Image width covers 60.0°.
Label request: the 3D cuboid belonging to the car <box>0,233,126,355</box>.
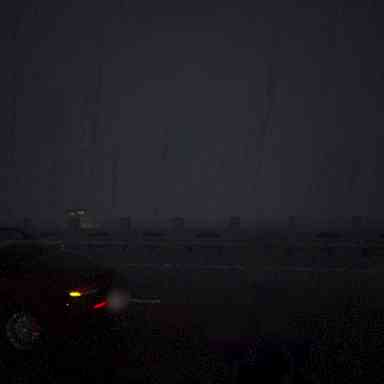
[{"bbox_3d":[-3.494,1.584,5.730,4.674,1.442,1.812,0,0,9],"label":"car"}]

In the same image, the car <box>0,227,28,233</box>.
[{"bbox_3d":[-6.258,1.706,9.691,4.718,1.301,1.895,0,0,9],"label":"car"}]
